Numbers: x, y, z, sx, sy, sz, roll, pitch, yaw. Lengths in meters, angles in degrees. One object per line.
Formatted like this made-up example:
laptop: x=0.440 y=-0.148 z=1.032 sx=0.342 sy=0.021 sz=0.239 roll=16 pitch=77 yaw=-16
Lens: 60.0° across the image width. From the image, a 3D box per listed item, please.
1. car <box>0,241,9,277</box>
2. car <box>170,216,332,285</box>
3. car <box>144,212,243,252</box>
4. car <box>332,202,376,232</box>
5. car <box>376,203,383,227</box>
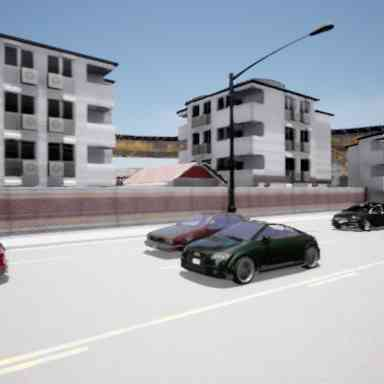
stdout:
car: x=-6.665 y=1.605 z=7.775 sx=4.181 sy=1.385 sz=1.994 roll=-1 pitch=0 yaw=-36
car: x=1.753 y=1.537 z=9.461 sx=4.181 sy=1.385 sz=1.994 roll=-1 pitch=0 yaw=-34
car: x=0.849 y=1.521 z=13.152 sx=5.357 sy=1.411 sz=2.033 roll=-1 pitch=0 yaw=-36
car: x=10.187 y=1.397 z=19.354 sx=4.892 sy=1.490 sz=1.837 roll=0 pitch=0 yaw=-31
car: x=11.292 y=1.366 z=15.960 sx=5.008 sy=1.535 sz=1.882 roll=0 pitch=0 yaw=-31
